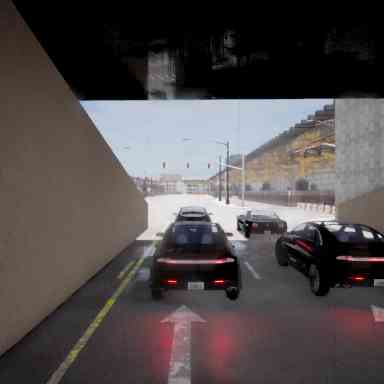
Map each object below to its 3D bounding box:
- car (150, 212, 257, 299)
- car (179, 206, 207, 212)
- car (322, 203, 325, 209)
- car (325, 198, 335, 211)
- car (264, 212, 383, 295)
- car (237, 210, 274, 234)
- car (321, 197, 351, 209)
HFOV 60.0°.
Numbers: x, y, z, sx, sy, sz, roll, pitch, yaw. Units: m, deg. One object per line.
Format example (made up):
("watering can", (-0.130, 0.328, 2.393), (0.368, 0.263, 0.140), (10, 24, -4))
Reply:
("car", (0.067, 1.492, 8.467), (2.128, 1.511, 4.902), (0, 0, 0))
("car", (0.049, 1.505, 17.587), (1.837, 1.490, 4.892), (0, 0, 0))
("car", (17.424, 1.452, 40.149), (2.038, 1.542, 4.974), (0, 0, 45))
("car", (17.332, 1.453, 35.542), (2.038, 1.542, 4.974), (0, 0, -35))
("car", (3.567, 1.491, 8.680), (2.128, 1.511, 4.902), (0, 0, 0))
("car", (3.549, 1.601, 17.833), (1.895, 1.301, 4.718), (0, 0, 0))
("car", (17.460, 1.295, 40.186), (1.853, 1.218, 4.536), (0, 0, 45))
